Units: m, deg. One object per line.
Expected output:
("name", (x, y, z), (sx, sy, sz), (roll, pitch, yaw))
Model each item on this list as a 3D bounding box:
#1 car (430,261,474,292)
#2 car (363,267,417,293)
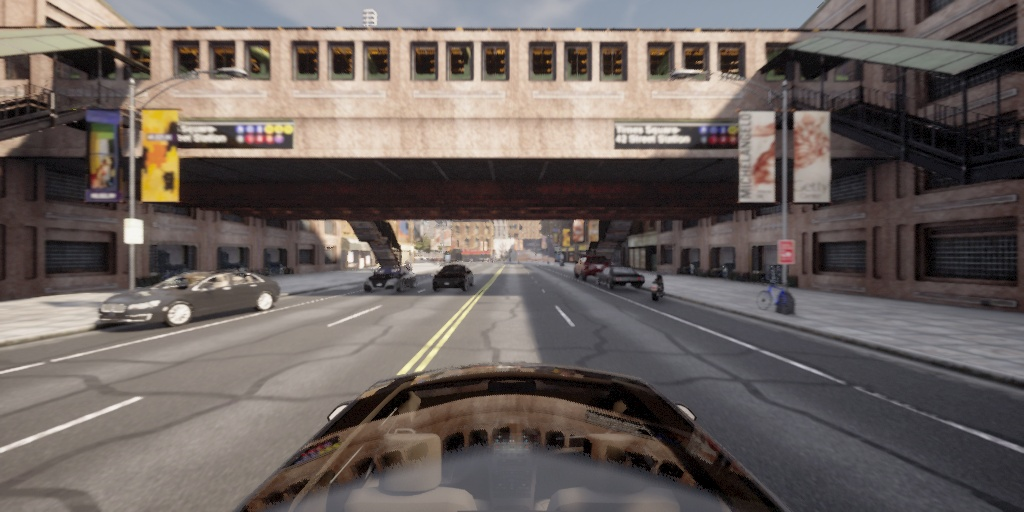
("car", (-3.459, 1.232, 21.797), (1.882, 1.535, 5.008), (0, 0, 1))
("car", (-6.976, 1.319, 20.875), (1.994, 1.385, 4.181), (0, 0, 1))
